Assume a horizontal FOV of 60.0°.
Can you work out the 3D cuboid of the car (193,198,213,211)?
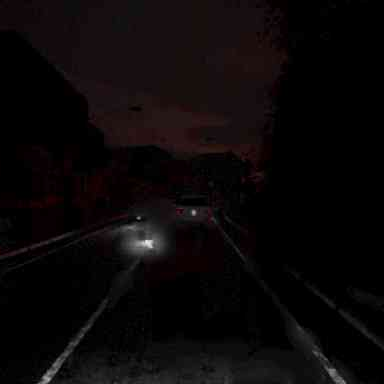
[{"bbox_3d":[1.431,1.491,41.638,2.033,1.411,5.357,-1,0,7],"label":"car"}]

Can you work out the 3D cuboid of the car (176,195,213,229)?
[{"bbox_3d":[0.124,1.210,21.501,2.150,2.045,5.566,0,0,0],"label":"car"}]

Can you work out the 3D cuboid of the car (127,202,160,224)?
[{"bbox_3d":[-3.484,1.477,24.602,2.128,1.511,4.902,0,0,1],"label":"car"}]

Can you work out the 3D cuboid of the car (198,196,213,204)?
[{"bbox_3d":[2.680,1.552,65.064,1.895,1.301,4.718,-2,0,17],"label":"car"}]
